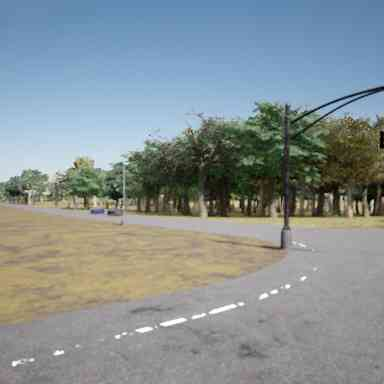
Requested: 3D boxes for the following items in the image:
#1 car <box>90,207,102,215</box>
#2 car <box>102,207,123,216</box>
[{"bbox_3d":[-19.049,3.773,66.990,1.812,1.442,4.674,1,-2,-33],"label":"car"},{"bbox_3d":[-13.541,3.449,58.611,2.128,1.511,4.902,1,-2,-33],"label":"car"}]
